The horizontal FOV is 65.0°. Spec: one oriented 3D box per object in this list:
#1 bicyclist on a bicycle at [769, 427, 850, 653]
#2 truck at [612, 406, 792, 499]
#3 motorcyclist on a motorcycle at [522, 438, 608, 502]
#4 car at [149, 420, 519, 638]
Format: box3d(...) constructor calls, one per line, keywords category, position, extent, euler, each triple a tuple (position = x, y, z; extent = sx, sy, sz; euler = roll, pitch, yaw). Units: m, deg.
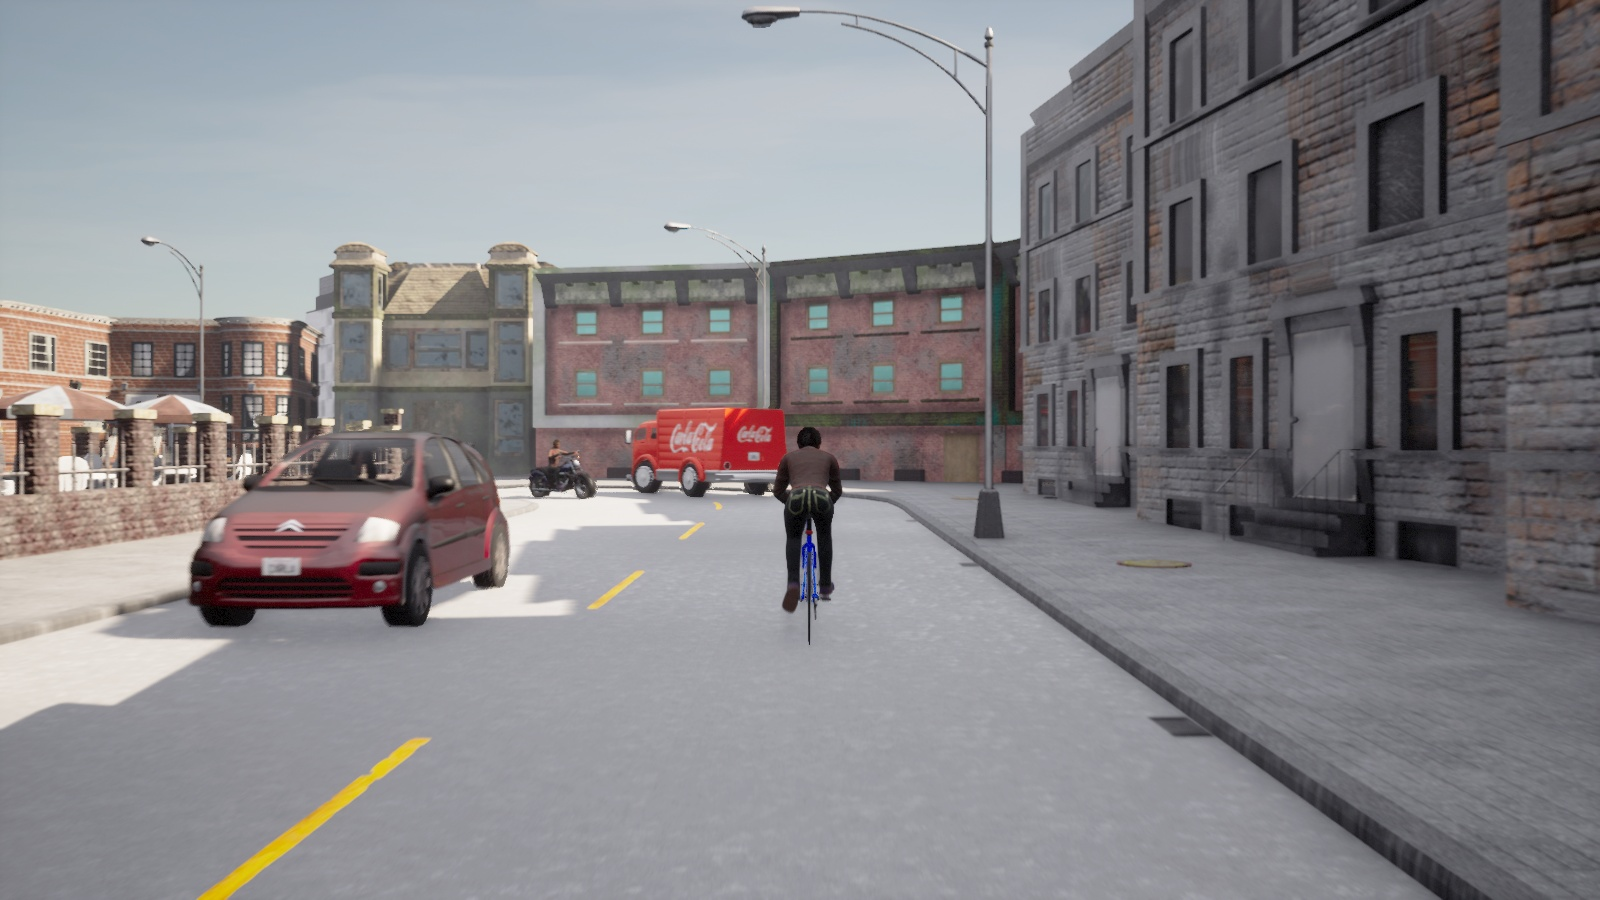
box3d(category="bicyclist on a bicycle", position=(0.071, 0.644, 9.828), extent=(0.582, 1.620, 1.656), euler=(0, 0, 0))
box3d(category="truck", position=(-2.897, 0.054, 36.127), extent=(2.627, 2.467, 5.204), euler=(0, 0, -39))
box3d(category="motorcyclist on a motorcycle", position=(-6.296, 0.504, 33.610), extent=(2.350, 1.649, 0.766), euler=(0, 2, 33))
box3d(category="car", position=(-3.920, 0.577, 11.356), extent=(1.851, 1.617, 3.988), euler=(0, 0, 0))
